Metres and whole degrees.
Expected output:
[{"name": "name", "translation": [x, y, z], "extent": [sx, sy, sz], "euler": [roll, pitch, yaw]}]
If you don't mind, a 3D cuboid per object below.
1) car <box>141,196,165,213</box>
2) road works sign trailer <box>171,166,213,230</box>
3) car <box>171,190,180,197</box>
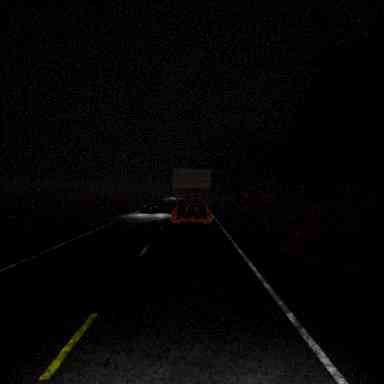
[{"name": "car", "translation": [-3.604, 1.160, 31.435], "extent": [1.837, 1.490, 4.892], "euler": [0, 1, 0]}, {"name": "road works sign trailer", "translation": [0.005, 0.281, 19.394], "extent": [2.380, 3.560, 2.880], "euler": [0, 1, 1]}, {"name": "car", "translation": [-3.518, 0.297, 72.055], "extent": [2.128, 1.511, 4.902], "euler": [0, 2, 0]}]
